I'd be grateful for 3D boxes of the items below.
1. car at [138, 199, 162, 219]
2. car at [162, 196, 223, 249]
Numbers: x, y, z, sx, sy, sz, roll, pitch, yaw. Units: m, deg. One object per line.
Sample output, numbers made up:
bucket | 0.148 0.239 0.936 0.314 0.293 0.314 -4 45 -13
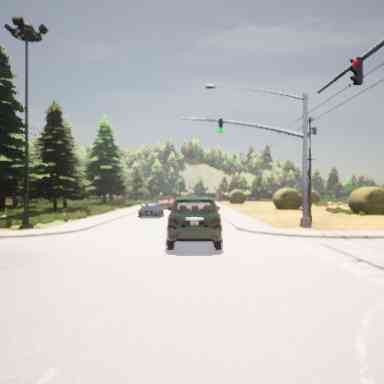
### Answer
car | -3.598 1.591 29.700 1.994 1.385 4.181 0 0 0
car | 0.095 1.220 14.606 2.150 2.045 5.566 0 0 0
